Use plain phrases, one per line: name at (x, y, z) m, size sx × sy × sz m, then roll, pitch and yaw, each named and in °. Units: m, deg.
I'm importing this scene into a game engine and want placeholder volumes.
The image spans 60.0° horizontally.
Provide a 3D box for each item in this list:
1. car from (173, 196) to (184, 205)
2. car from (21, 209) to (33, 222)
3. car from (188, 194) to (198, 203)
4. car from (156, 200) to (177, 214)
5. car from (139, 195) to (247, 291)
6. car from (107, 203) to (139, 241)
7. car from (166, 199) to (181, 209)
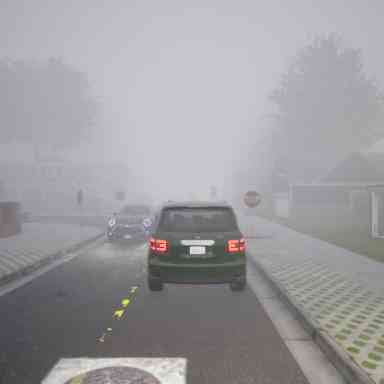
car at (-2.631, 1.619, 64.617) m, size 1.882 × 1.535 × 5.008 m, roll 0°, pitch 0°, yaw 1°
car at (-13.585, 1.405, 23.165) m, size 4.674 × 1.442 × 1.812 m, roll 1°, pitch 0°, yaw 0°
car at (0.202, 1.428, 78.620) m, size 2.150 × 2.045 × 5.566 m, roll 0°, pitch 0°, yaw 0°
car at (-2.751, 1.630, 37.035) m, size 1.994 × 1.385 × 4.181 m, roll 0°, pitch 0°, yaw 1°
car at (0.121, 1.229, 9.144) m, size 2.150 × 2.045 × 5.566 m, roll 0°, pitch 0°, yaw 0°
car at (-2.804, 1.375, 16.845) m, size 2.097 × 1.767 × 4.553 m, roll 0°, pitch 0°, yaw 0°
car at (-2.718, 1.694, 49.014) m, size 1.895 × 1.301 × 4.718 m, roll 0°, pitch 0°, yaw 0°
